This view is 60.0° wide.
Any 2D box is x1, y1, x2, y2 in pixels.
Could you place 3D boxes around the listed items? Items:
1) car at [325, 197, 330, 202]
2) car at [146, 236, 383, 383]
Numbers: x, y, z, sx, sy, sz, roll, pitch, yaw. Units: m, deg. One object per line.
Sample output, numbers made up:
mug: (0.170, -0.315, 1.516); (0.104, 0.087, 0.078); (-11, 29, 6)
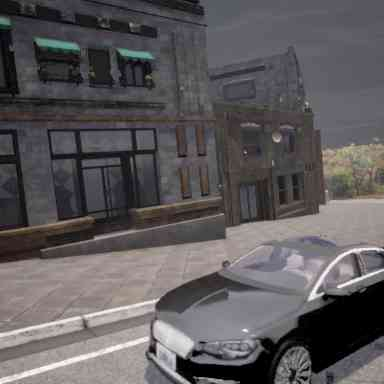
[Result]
car: (30.168, 1.679, 77.772); (2.097, 1.767, 4.553); (-6, -1, -10)
car: (1.691, 1.484, 4.998); (4.902, 1.511, 2.128); (0, 0, -37)
